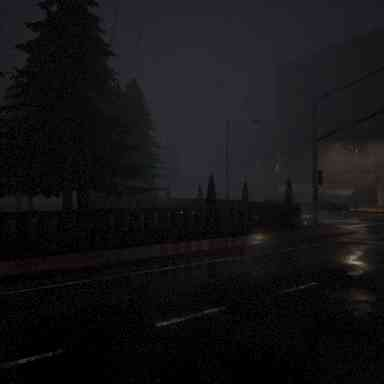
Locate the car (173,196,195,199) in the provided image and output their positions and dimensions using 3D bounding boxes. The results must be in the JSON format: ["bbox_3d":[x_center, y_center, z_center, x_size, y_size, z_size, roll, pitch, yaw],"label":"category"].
[{"bbox_3d":[-1.218,1.470,46.289,1.812,1.442,4.674,0,0,-14],"label":"car"}]

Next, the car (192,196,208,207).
[{"bbox_3d":[1.211,1.422,52.387,1.882,1.535,5.008,0,0,-6],"label":"car"}]

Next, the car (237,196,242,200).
[{"bbox_3d":[8.248,1.470,61.067,1.812,1.442,4.674,0,0,6],"label":"car"}]

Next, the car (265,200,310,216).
[{"bbox_3d":[7.286,1.422,28.808,1.882,1.535,5.008,0,0,-33],"label":"car"}]

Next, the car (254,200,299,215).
[{"bbox_3d":[8.454,1.509,33.455,1.994,1.385,4.181,0,0,-32],"label":"car"}]

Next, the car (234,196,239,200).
[{"bbox_3d":[3.669,1.545,42.247,1.895,1.301,4.718,0,0,-20],"label":"car"}]

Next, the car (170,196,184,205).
[{"bbox_3d":[-2.558,1.436,56.518,2.128,1.511,4.902,0,0,0],"label":"car"}]

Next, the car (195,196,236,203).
[{"bbox_3d":[2.495,1.470,36.817,1.812,1.442,4.674,0,0,-28],"label":"car"}]

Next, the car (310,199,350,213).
[{"bbox_3d":[14.481,1.492,36.502,2.033,1.411,5.357,0,0,-29],"label":"car"}]
